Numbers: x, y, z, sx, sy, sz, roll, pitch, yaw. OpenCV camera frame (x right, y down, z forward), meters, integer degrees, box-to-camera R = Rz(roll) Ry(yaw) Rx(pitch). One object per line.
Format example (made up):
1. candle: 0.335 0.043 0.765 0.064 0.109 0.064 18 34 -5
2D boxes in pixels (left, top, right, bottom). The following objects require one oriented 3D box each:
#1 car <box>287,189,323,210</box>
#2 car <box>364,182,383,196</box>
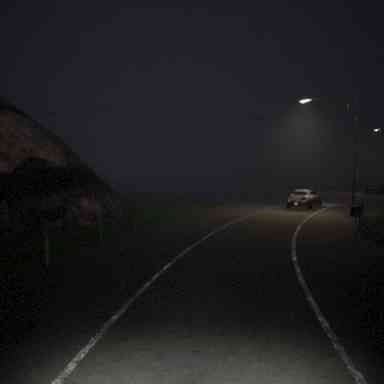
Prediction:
1. car: 8.869 0.493 26.125 1.812 1.442 4.674 3 5 34
2. car: 22.133 -0.377 38.858 4.902 1.511 2.128 -2 5 -34
